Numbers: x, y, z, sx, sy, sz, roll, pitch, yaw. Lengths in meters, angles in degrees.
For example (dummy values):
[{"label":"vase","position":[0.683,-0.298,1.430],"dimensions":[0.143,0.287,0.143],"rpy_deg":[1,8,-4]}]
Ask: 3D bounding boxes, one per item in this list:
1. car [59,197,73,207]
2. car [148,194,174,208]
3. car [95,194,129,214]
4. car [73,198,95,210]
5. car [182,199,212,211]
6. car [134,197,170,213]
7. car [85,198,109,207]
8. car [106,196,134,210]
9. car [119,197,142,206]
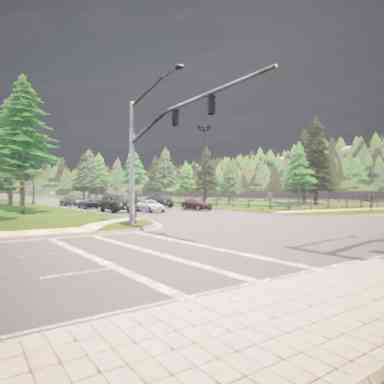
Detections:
[{"label":"car","position":[-20.223,1.584,54.137],"dimensions":[1.837,1.490,4.892],"rpy_deg":[0,0,-35]},{"label":"car","position":[-4.995,1.353,50.698],"dimensions":[2.150,2.045,5.566],"rpy_deg":[0,0,-35]},{"label":"car","position":[-8.680,1.298,37.693],"dimensions":[2.150,2.045,5.566],"rpy_deg":[0,0,-36]},{"label":"car","position":[-14.304,1.679,45.682],"dimensions":[1.895,1.301,4.718],"rpy_deg":[0,0,-35]},{"label":"car","position":[0.577,1.608,42.763],"dimensions":[1.882,1.535,5.008],"rpy_deg":[0,0,-35]},{"label":"car","position":[-4.812,1.621,38.289],"dimensions":[1.812,1.442,4.674],"rpy_deg":[0,0,-35]},{"label":"car","position":[-15.317,1.644,53.223],"dimensions":[2.033,1.411,5.357],"rpy_deg":[0,0,-35]},{"label":"car","position":[-9.863,1.448,45.450],"dimensions":[2.097,1.767,4.553],"rpy_deg":[0,0,-35]},{"label":"car","position":[-11.116,1.680,59.462],"dimensions":[2.033,1.411,5.357],"rpy_deg":[0,0,-35]}]
